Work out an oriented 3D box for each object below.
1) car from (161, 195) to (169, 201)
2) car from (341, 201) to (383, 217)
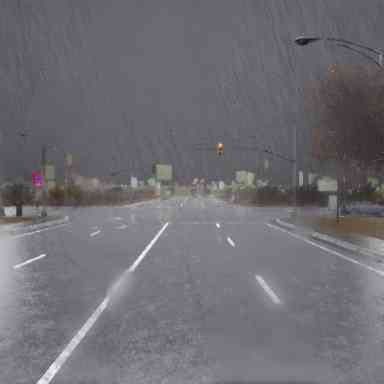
[{"bbox_3d":[-6.994,1.544,87.528,1.994,1.385,4.181,0,0,0],"label":"car"},{"bbox_3d":[16.146,1.495,30.922,4.181,1.385,1.994,0,0,3],"label":"car"}]
